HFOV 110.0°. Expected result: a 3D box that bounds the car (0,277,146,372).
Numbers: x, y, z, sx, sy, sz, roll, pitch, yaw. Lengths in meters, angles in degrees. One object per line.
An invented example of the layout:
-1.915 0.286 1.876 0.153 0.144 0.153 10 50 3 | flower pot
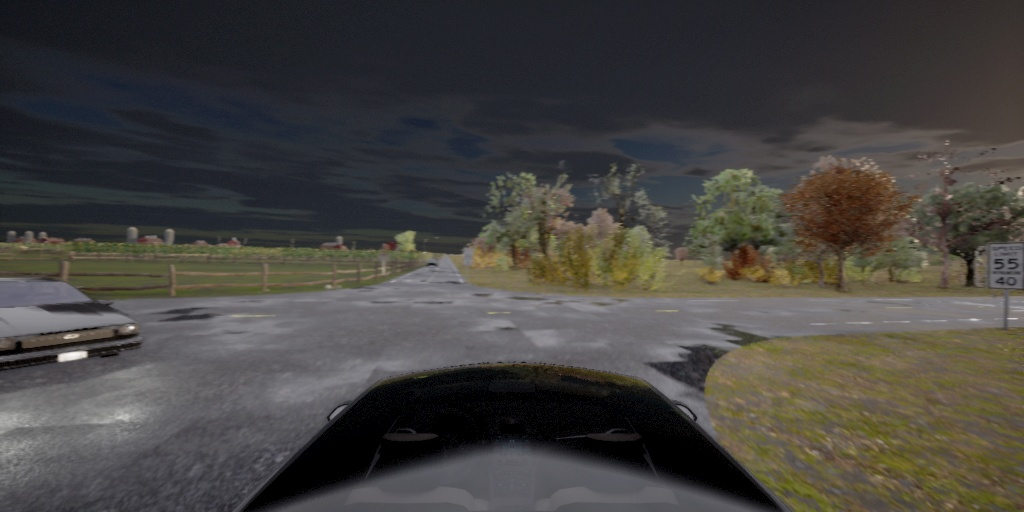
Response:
-9.167 1.099 6.475 5.357 1.411 2.033 1 -1 22 | car
